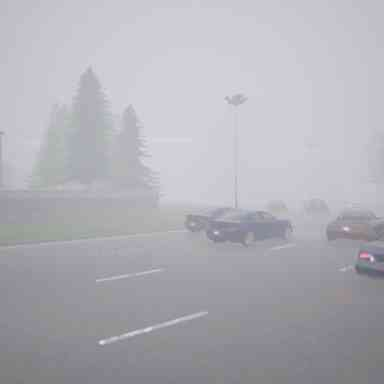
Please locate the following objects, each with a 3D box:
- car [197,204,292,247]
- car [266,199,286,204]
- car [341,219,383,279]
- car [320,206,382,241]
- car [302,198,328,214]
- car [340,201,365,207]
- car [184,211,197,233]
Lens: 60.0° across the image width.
[{"bbox_3d":[2.790,1.541,15.502,5.008,1.535,1.882,0,0,-44],"label":"car"},{"bbox_3d":[10.424,1.644,41.500,2.128,1.511,4.902,0,0,1],"label":"car"},{"bbox_3d":[6.329,1.566,9.103,5.357,1.411,2.033,0,0,-43],"label":"car"},{"bbox_3d":[8.120,1.609,16.289,1.994,1.385,4.181,0,0,40],"label":"car"},{"bbox_3d":[13.438,1.469,36.512,2.097,1.767,4.553,0,0,10],"label":"car"},{"bbox_3d":[16.643,1.619,34.336,1.812,1.442,4.674,0,0,11],"label":"car"},{"bbox_3d":[1.734,1.563,19.405,1.882,1.535,5.008,0,0,43],"label":"car"}]
